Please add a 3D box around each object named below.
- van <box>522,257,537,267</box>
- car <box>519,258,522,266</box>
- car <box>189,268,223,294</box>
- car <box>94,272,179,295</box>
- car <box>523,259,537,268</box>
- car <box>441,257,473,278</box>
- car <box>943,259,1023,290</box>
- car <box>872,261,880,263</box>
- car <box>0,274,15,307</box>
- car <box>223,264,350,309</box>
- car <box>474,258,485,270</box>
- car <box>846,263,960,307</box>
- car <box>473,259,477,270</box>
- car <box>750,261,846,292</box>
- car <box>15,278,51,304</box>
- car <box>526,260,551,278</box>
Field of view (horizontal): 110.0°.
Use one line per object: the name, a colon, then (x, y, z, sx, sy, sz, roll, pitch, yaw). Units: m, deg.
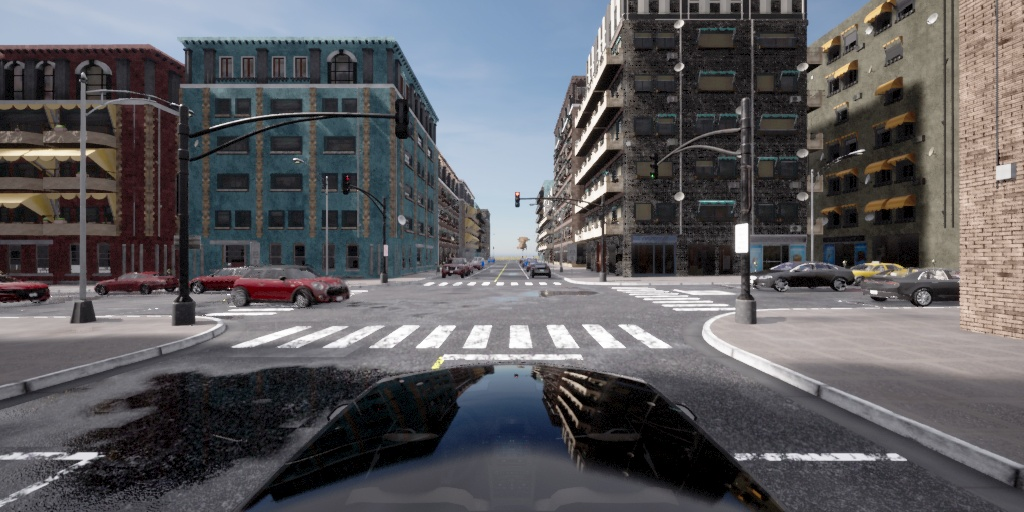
van: (2.678, 1.078, 50.277, 1.690, 1.789, 3.998, 0, 0, 0)
car: (2.705, 1.171, 61.381, 1.967, 1.591, 4.097, 0, 0, 0)
car: (-16.861, 1.388, 21.515, 4.097, 1.591, 1.967, 0, 0, 1)
car: (-22.410, 1.599, 21.567, 4.207, 1.307, 1.802, 0, 0, 1)
car: (2.665, 1.323, 44.725, 1.802, 1.307, 4.207, 0, 0, 0)
car: (-5.242, 1.060, 33.639, 2.192, 1.841, 5.009, 0, 0, 0)
car: (25.822, 0.940, 18.612, 4.674, 1.442, 1.812, -1, 0, 1)
car: (21.177, 1.000, 21.123, 4.829, 1.417, 1.751, 0, 0, 1)
car: (-22.467, 1.443, 13.682, 4.097, 1.591, 1.967, 0, 0, 1)
car: (-9.305, 1.195, 15.258, 4.553, 1.767, 2.097, -1, 0, 12)
car: (-5.202, 1.283, 50.295, 1.888, 1.381, 4.507, 0, 0, 0)
car: (15.627, 1.082, 13.298, 4.403, 1.370, 2.007, 0, 0, 1)
car: (-5.229, 1.289, 39.191, 1.888, 1.381, 4.507, 0, 0, 0)
car: (14.929, 1.041, 18.723, 4.902, 1.511, 2.128, -1, 0, 1)
car: (-24.031, 1.505, 16.164, 5.008, 1.535, 1.882, -1, 0, 1)
car: (2.638, 1.311, 33.621, 1.948, 1.339, 4.313, 0, 0, 0)
